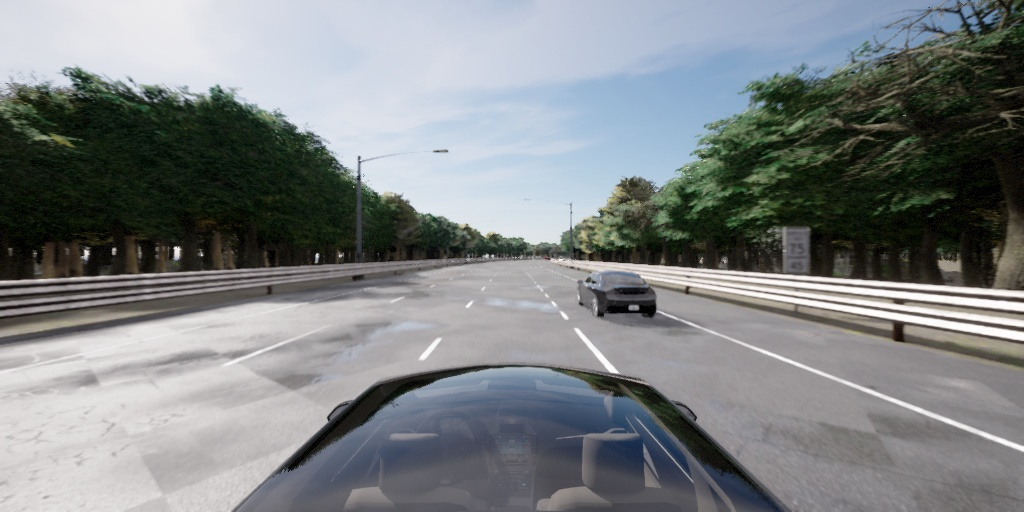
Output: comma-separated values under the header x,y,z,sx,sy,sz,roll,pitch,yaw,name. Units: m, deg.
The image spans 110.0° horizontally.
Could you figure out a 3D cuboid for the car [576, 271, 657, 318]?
x,y,z,sx,sy,sz,roll,pitch,yaw,name
3.562,1.279,12.941,1.837,1.490,4.892,0,0,0,car
